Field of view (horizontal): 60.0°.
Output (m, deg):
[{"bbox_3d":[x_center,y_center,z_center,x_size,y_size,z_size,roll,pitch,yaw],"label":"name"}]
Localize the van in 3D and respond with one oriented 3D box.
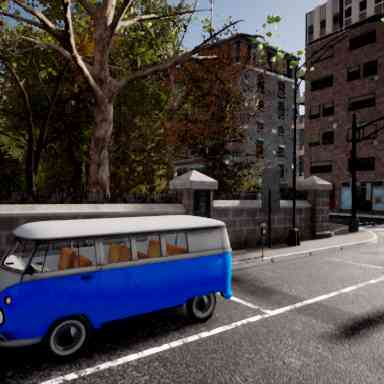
[{"bbox_3d":[-1.154,1.342,5.677,3.998,1.788,1.690,0,1,-36],"label":"van"}]
